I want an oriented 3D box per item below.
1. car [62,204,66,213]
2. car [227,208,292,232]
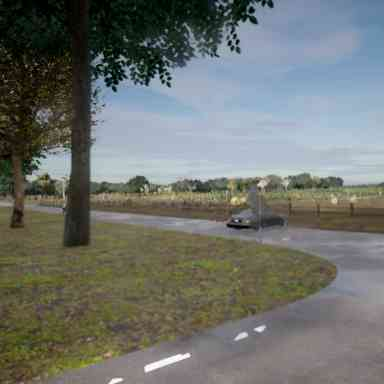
[{"bbox_3d":[-18.286,2.436,50.271,1.837,1.490,4.892,-1,0,-35],"label":"car"},{"bbox_3d":[4.599,1.807,22.430,5.357,1.411,2.033,-1,0,-44],"label":"car"}]
